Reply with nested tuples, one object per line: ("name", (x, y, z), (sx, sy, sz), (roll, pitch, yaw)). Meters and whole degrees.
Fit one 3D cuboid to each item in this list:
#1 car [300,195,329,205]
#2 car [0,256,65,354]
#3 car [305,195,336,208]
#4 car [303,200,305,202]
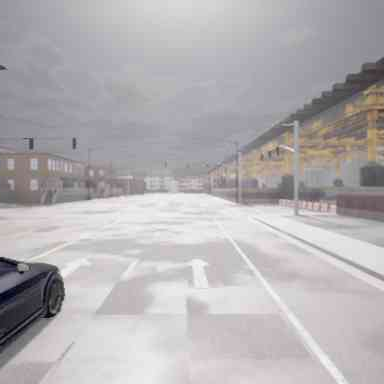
("car", (15.964, 1.006, 43.294), (1.853, 1.218, 4.536), (0, 1, 44))
("car", (-3.401, 1.532, 4.647), (1.994, 1.385, 4.181), (0, 0, 0))
("car", (15.971, 1.037, 38.606), (1.853, 1.218, 4.536), (0, 0, -36))
("car", (15.940, 1.194, 38.649), (2.038, 1.542, 4.974), (0, 0, -36))
